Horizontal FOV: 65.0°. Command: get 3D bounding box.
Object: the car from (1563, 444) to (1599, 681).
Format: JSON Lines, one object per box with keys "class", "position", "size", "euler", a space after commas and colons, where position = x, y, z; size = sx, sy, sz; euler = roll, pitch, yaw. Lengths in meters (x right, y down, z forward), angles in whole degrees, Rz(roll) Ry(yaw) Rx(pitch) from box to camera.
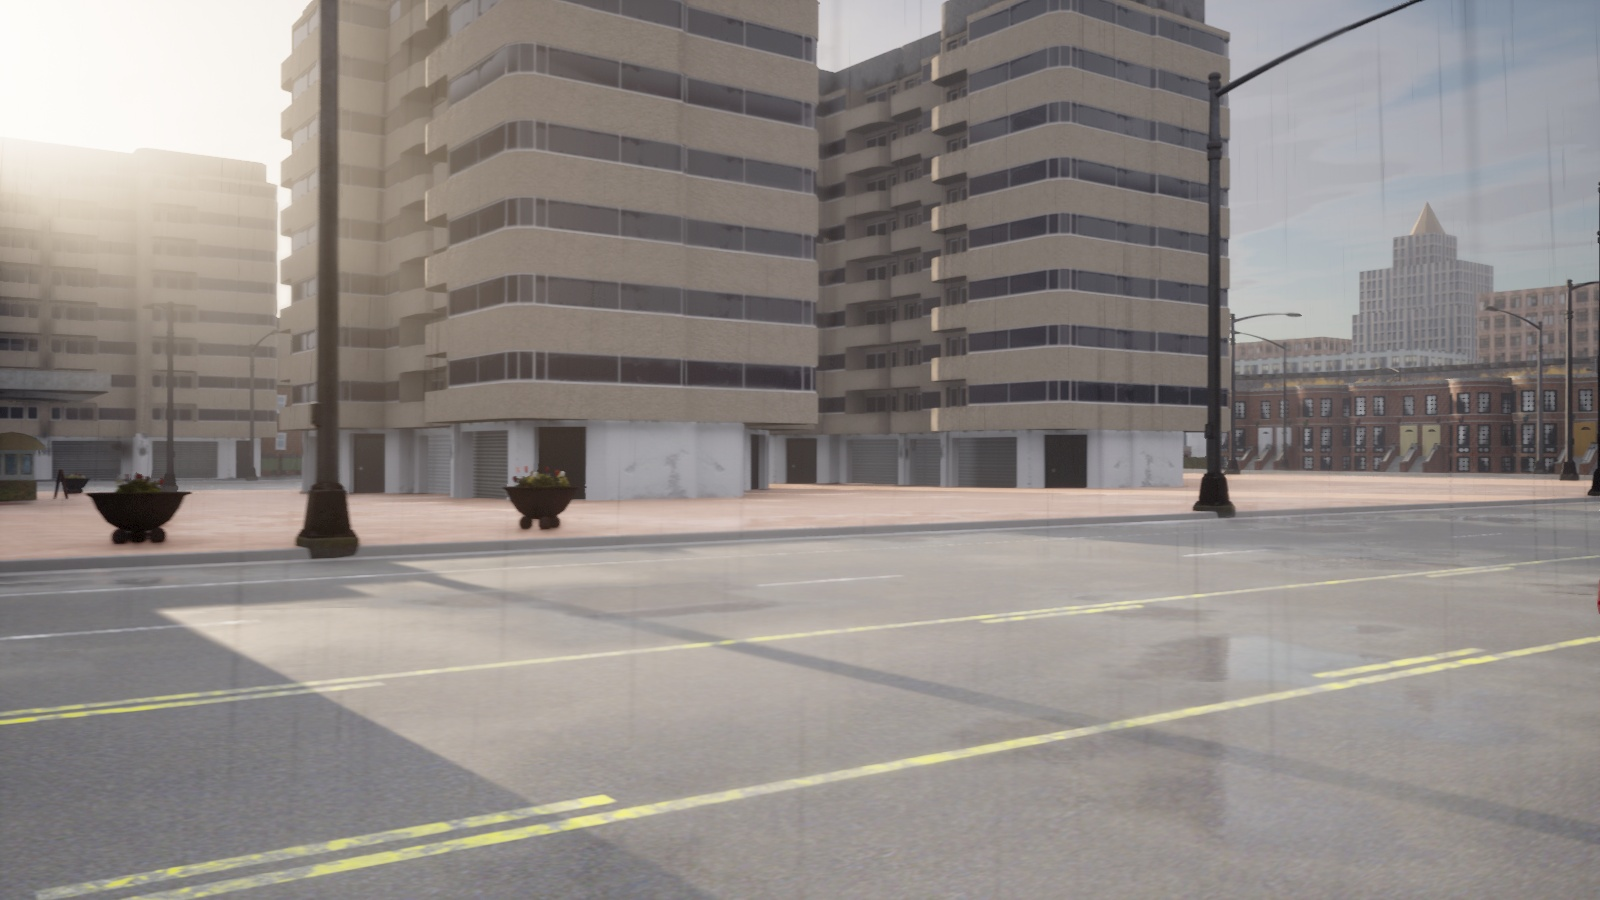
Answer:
{"class": "car", "position": [7.654, 0.728, 8.987], "size": [5.008, 1.535, 1.882], "euler": [0, 0, -35]}
